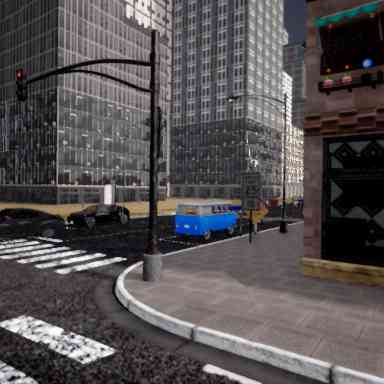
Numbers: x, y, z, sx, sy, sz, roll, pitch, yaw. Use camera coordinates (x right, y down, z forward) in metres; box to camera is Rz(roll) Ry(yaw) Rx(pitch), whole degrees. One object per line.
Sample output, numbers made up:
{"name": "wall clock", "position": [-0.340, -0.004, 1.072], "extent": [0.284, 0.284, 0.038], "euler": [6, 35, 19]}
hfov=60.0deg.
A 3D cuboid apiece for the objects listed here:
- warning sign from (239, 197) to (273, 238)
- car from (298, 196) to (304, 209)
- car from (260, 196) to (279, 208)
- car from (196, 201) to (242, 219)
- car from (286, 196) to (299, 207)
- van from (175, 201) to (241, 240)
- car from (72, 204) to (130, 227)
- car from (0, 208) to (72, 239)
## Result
{"name": "warning sign", "position": [3.109, 1.174, 16.136], "extent": [1.300, 1.860, 1.060], "euler": [1, 1, 35]}
{"name": "car", "position": [15.553, 1.410, 42.260], "extent": [1.882, 1.535, 5.008], "euler": [1, 1, 36]}
{"name": "car", "position": [10.057, 1.285, 44.425], "extent": [1.967, 1.590, 4.097], "euler": [1, 1, 35]}
{"name": "car", "position": [2.453, 1.513, 29.297], "extent": [1.895, 1.301, 4.718], "euler": [1, 1, 35]}
{"name": "car", "position": [15.713, 1.371, 47.742], "extent": [2.128, 1.511, 4.902], "euler": [1, 1, 36]}
{"name": "van", "position": [0.829, 1.364, 17.033], "extent": [1.690, 1.788, 3.998], "euler": [1, 1, 35]}
{"name": "car", "position": [-5.998, 1.458, 21.899], "extent": [1.947, 1.339, 4.313], "euler": [1, 1, 35]}
{"name": "car", "position": [-8.232, 1.464, 15.155], "extent": [1.812, 1.442, 4.674], "euler": [1, 1, 43]}
